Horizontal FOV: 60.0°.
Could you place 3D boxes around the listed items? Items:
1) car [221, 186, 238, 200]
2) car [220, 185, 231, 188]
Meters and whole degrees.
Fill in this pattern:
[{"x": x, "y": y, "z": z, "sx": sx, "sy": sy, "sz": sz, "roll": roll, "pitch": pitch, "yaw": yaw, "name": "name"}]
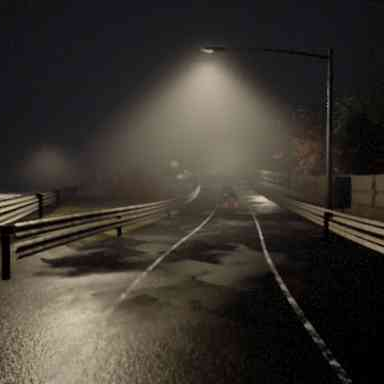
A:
[{"x": 5.329, "y": 0.346, "z": 46.597, "sx": 1.812, "sy": 1.442, "sz": 4.674, "roll": 0, "pitch": 4, "yaw": 4, "name": "car"}, {"x": 5.927, "y": -0.426, "z": 56.666, "sx": 1.837, "sy": 1.490, "sz": 4.892, "roll": 0, "pitch": 5, "yaw": 2, "name": "car"}]
